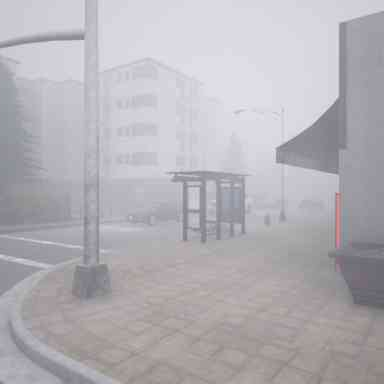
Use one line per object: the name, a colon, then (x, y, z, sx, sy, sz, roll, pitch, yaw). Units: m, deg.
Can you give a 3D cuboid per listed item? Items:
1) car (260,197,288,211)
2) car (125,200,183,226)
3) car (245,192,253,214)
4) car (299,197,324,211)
car: (9.530, 1.301, 38.553, 1.882, 1.535, 5.008, 0, 0, 36)
car: (-2.296, 1.328, 22.154, 1.837, 1.490, 4.892, 0, 0, 36)
car: (3.589, 1.045, 30.337, 2.150, 2.045, 5.566, 0, 0, 36)
car: (13.761, 1.329, 38.183, 1.837, 1.490, 4.892, 0, 0, 36)
